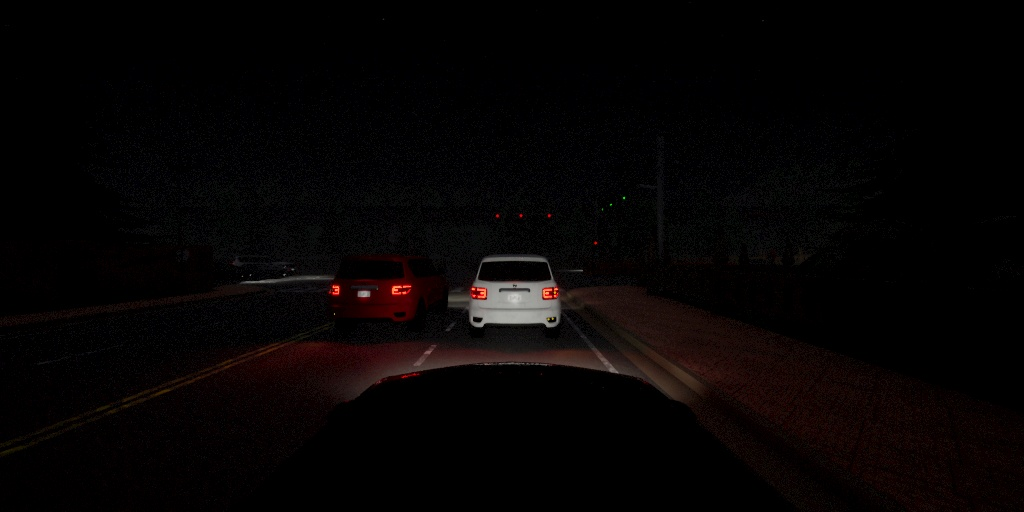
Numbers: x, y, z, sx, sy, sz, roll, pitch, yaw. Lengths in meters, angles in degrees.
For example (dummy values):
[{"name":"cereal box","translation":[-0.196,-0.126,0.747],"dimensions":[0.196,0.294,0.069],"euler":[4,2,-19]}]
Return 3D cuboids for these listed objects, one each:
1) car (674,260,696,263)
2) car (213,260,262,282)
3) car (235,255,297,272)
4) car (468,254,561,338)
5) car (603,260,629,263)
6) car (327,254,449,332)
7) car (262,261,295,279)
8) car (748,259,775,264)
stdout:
[{"name":"car","translation":[23.361,1.296,48.978],"dimensions":[5.357,1.411,2.033],"euler":[0,0,0]},{"name":"car","translation":[-22.913,1.254,28.090],"dimensions":[4.892,1.490,1.837],"euler":[0,0,0]},{"name":"car","translation":[-24.239,0.970,35.101],"dimensions":[5.566,2.045,2.150],"euler":[0,0,0]},{"name":"car","translation":[0.081,0.971,10.303],"dimensions":[2.150,2.045,5.566],"euler":[0,0,1]},{"name":"car","translation":[13.593,1.253,49.039],"dimensions":[4.892,1.490,1.837],"euler":[0,0,0]},{"name":"car","translation":[-3.419,0.971,10.985],"dimensions":[2.150,2.045,5.566],"euler":[0,0,0]},{"name":"car","translation":[-22.252,1.350,31.586],"dimensions":[4.718,1.301,1.895],"euler":[0,0,0]},{"name":"car","translation":[33.207,1.219,48.938],"dimensions":[4.892,1.490,1.837],"euler":[-1,0,0]}]
